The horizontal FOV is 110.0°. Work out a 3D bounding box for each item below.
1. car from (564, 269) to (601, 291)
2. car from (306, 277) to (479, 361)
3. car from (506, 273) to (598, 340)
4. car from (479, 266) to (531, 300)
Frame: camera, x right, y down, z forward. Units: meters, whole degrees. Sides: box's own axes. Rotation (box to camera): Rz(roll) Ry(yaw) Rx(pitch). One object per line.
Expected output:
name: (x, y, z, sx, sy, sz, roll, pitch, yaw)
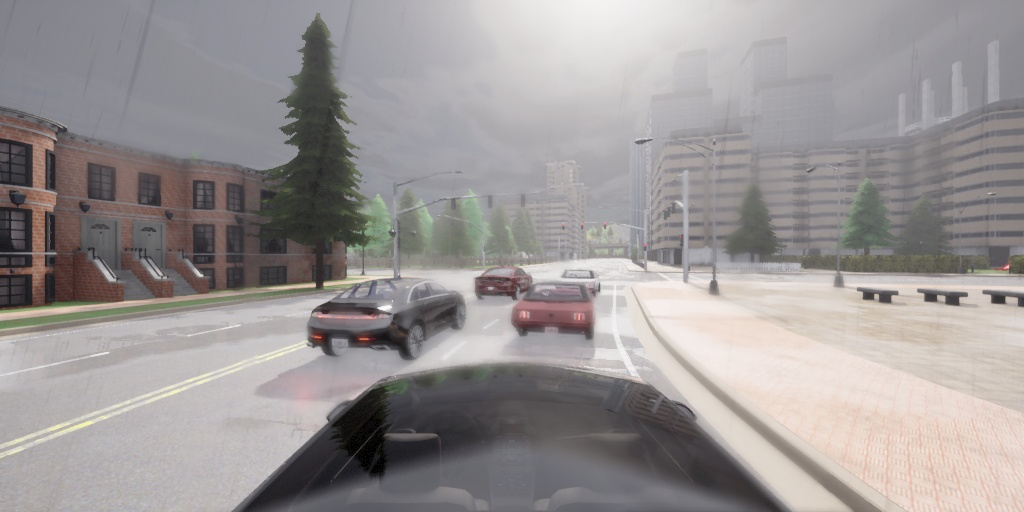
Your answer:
car: (3.628, 1.351, 18.962, 1.895, 1.301, 4.718, 0, 0, 17)
car: (-2.493, 1.241, 8.402, 2.128, 1.511, 4.902, 0, 0, 9)
car: (1.378, 1.351, 10.073, 1.895, 1.301, 4.718, 0, 0, 13)
car: (-0.243, 1.227, 17.619, 1.882, 1.535, 5.008, 0, 0, 15)
